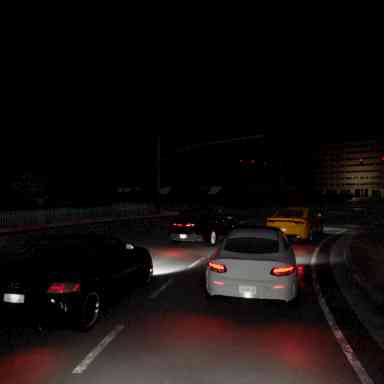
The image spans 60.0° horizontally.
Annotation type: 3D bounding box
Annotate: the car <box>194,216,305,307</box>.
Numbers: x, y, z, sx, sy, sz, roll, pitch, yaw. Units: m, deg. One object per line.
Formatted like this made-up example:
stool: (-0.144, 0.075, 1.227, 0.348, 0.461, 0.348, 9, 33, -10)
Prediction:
car: (1.525, 1.526, 7.989, 1.812, 1.442, 4.674, 0, 0, 14)

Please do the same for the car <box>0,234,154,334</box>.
car: (-2.267, 1.564, 6.962, 1.994, 1.385, 4.181, 0, 0, 11)

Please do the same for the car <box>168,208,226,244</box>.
car: (0.611, 1.505, 15.397, 1.837, 1.490, 4.892, 0, 0, 23)

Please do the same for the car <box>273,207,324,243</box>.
car: (5.210, 1.478, 16.499, 1.882, 1.535, 5.008, 0, 0, 30)
